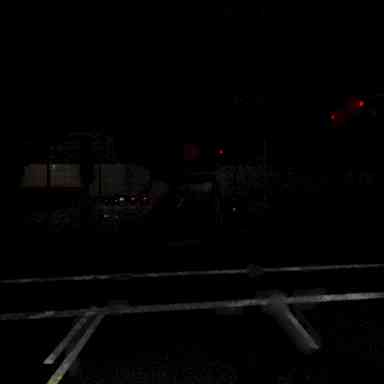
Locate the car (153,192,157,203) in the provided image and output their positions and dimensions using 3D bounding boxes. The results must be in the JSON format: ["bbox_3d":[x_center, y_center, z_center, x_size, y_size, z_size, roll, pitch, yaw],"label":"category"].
[{"bbox_3d":[-7.045,0.788,54.619,2.097,1.767,4.553,0,1,0],"label":"car"}]

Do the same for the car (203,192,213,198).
[{"bbox_3d":[3.494,0.654,71.646,1.994,1.385,4.181,0,1,0],"label":"car"}]

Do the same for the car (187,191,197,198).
[{"bbox_3d":[-0.006,0.605,71.645,1.837,1.490,4.892,0,1,0],"label":"car"}]

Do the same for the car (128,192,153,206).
[{"bbox_3d":[-7.042,0.899,45.777,2.097,1.767,4.553,0,1,0],"label":"car"}]

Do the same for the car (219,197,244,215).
[{"bbox_3d":[3.598,1.221,30.586,2.128,1.511,4.902,0,1,0],"label":"car"}]

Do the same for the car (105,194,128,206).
[{"bbox_3d":[-10.537,1.056,45.688,1.837,1.490,4.892,0,1,0],"label":"car"}]

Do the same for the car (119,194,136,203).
[{"bbox_3d":[-10.543,1.003,54.594,1.994,1.385,4.181,0,1,0],"label":"car"}]
